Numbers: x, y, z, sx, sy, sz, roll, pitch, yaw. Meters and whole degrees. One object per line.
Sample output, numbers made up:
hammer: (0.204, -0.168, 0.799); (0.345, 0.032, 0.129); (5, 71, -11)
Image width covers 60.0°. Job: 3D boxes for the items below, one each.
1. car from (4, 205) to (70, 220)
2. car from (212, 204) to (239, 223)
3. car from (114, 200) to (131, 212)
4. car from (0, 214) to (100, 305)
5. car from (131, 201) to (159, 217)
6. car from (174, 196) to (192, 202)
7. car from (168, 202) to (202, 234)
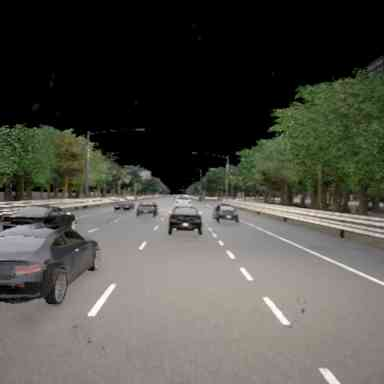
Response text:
car: (-7.302, 1.404, 16.499); (1.882, 1.535, 5.008); (1, 0, -2)
car: (2.818, 1.788, 28.378); (1.812, 1.442, 4.674); (1, 0, -2)
car: (-8.059, 1.665, 40.121); (1.895, 1.301, 4.718); (1, 0, -2)
car: (-3.528, 1.490, 7.848); (1.812, 1.442, 4.674); (1, 0, -2)
car: (-4.329, 1.603, 32.968); (2.128, 1.511, 4.902); (1, 0, -2)
car: (-1.207, 1.492, 45.011); (2.150, 2.045, 5.566); (1, 0, -2)
car: (-0.422, 1.604, 20.251); (1.882, 1.535, 5.008); (1, 0, -2)
